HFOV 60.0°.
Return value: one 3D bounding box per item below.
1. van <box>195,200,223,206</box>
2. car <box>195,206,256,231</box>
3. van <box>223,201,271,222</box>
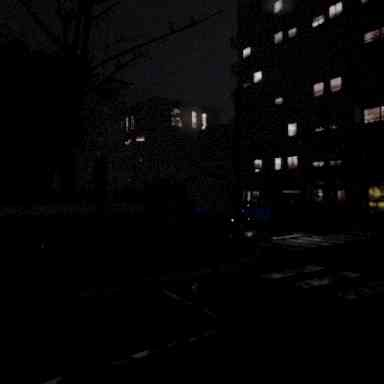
[{"bbox_3d":[1.643,1.734,33.069,1.690,1.788,3.998,-1,0,-36],"label":"van"},{"bbox_3d":[1.859,1.877,22.952,1.895,1.301,4.718,0,-1,-36],"label":"car"},{"bbox_3d":[4.900,1.644,28.589,1.690,1.788,3.998,-1,0,-36],"label":"van"}]
